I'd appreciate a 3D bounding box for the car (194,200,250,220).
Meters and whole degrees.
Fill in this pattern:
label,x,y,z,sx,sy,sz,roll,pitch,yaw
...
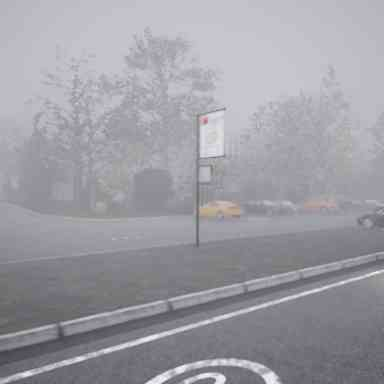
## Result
label,x,y,z,sx,sy,sz,roll,pitch,yaw
car,2.159,1.452,28.044,2.097,1.535,5.008,0,0,-35

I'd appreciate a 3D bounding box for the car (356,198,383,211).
label,x,y,z,sx,sy,sz,roll,pitch,yaw
car,24.824,1.643,44.222,2.097,1.535,5.008,1,0,-36

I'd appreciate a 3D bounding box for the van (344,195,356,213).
label,x,y,z,sx,sy,sz,roll,pitch,yaw
van,15.690,1.317,37.842,1.878,1.987,4.442,1,0,-36

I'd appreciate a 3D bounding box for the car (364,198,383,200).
label,x,y,z,sx,sy,sz,roll,pitch,yaw
car,14.263,1.218,20.649,2.435,2.045,5.566,0,0,-35

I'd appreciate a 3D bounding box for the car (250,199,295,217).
label,x,y,z,sx,sy,sz,roll,pitch,yaw
car,6.688,1.469,31.283,2.097,1.535,5.008,0,0,-35

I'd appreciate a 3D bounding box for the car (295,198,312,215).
label,x,y,z,sx,sy,sz,roll,pitch,yaw
car,8.959,1.524,32.899,2.002,1.452,4.674,0,0,-35

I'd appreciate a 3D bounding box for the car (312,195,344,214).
label,x,y,z,sx,sy,sz,roll,pitch,yaw
car,13.512,1.395,36.106,2.185,1.767,4.553,1,0,-36

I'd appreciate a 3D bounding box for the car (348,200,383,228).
label,x,y,z,sx,sy,sz,roll,pitch,yaw
car,12.001,1.461,18.995,2.231,1.521,4.892,0,0,-35

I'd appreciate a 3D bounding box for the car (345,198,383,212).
label,x,y,z,sx,sy,sz,roll,pitch,yaw
car,22.663,1.615,42.455,1.946,1.575,5.366,1,0,-36

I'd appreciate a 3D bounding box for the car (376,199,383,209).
label,x,y,z,sx,sy,sz,roll,pitch,yaw
car,29.334,1.724,47.491,2.163,1.488,4.792,1,0,-36

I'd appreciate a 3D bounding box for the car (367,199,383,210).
label,x,y,z,sx,sy,sz,roll,pitch,yaw
car,27.103,1.698,45.823,2.163,1.488,4.792,1,0,-36
